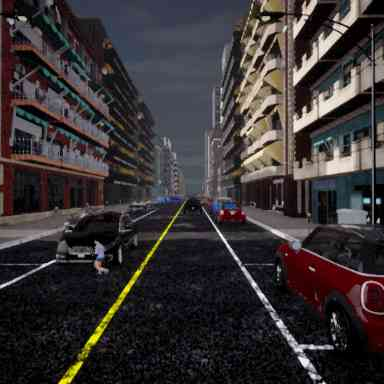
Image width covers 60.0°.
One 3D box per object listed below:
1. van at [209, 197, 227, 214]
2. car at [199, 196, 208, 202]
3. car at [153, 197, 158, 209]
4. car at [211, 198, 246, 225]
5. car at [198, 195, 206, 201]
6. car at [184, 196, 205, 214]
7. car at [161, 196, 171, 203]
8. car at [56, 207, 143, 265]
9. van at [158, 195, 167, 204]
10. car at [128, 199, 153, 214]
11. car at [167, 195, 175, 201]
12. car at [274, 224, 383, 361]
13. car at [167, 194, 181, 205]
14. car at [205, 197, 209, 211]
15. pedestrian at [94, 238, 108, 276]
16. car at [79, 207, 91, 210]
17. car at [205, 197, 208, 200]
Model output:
[{"bbox_3d":[2.707,1.347,29.593,1.690,1.788,3.998,1,0,0],"label":"van"},{"bbox_3d":[2.715,1.614,79.304,1.802,1.307,4.206,0,0,0],"label":"car"},{"bbox_3d":[-5.674,1.560,40.655,2.008,1.369,4.403,1,0,0],"label":"car"},{"bbox_3d":[2.704,1.444,24.069,1.967,1.590,4.097,1,0,0],"label":"car"},{"bbox_3d":[2.718,1.586,90.351,1.887,1.381,4.507,0,0,0],"label":"car"},{"bbox_3d":[0.100,1.486,36.348,1.882,1.535,5.008,0,0,0],"label":"car"},{"bbox_3d":[-5.666,1.553,73.626,1.752,1.417,4.829,0,0,0],"label":"car"},{"bbox_3d":[-3.100,1.504,11.720,1.837,1.490,4.892,0,1,0],"label":"car"},{"bbox_3d":[-5.667,1.362,62.748,1.690,1.788,3.998,1,0,0],"label":"van"},{"bbox_3d":[-5.675,1.558,35.132,2.008,1.369,4.403,1,0,0],"label":"car"},{"bbox_3d":[-5.663,1.607,90.365,1.947,1.339,4.313,0,0,0],"label":"car"},{"bbox_3d":[3.001,1.352,6.100,2.097,1.767,4.553,0,0,0],"label":"car"},{"bbox_3d":[-3.023,1.497,61.173,1.882,1.535,5.008,0,0,1],"label":"car"},{"bbox_3d":[2.706,1.552,35.116,1.887,1.381,4.507,0,0,0],"label":"car"},{"bbox_3d":[-2.471,1.675,8.913,0.500,1.100,0.500,1,-1,0],"label":"pedestrian"},{"bbox_3d":[-5.679,1.553,18.561,2.008,1.369,4.403,1,0,0],"label":"car"},{"bbox_3d":[2.707,1.554,40.640,1.887,1.381,4.507,0,0,0],"label":"car"}]
